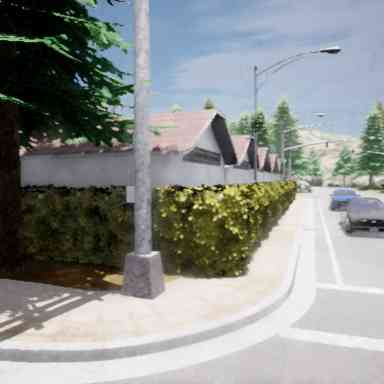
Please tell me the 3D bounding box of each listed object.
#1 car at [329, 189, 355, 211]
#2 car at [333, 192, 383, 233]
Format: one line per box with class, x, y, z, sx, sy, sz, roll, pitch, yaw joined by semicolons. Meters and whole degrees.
car;11.323;0.524;24.792;1.882;1.535;5.008;1;2;20
car;7.818;0.966;15.134;2.033;1.411;5.357;1;2;20
